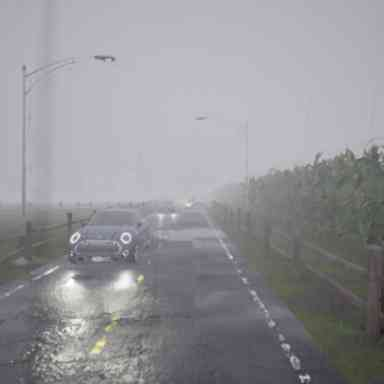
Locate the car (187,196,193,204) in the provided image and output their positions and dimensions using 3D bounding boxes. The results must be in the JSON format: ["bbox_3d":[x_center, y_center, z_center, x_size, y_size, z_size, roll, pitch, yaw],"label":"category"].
[{"bbox_3d":[0.050,1.728,73.128,1.837,1.490,4.892,0,0,0],"label":"car"}]

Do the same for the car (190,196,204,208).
[{"bbox_3d":[1.000,1.832,54.614,1.812,1.442,4.674,0,0,0],"label":"car"}]

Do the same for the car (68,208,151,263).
[{"bbox_3d":[-2.795,1.419,12.127,2.097,1.767,4.553,0,0,1],"label":"car"}]

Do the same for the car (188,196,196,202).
[{"bbox_3d":[0.063,1.868,88.005,1.994,1.385,4.181,0,0,0],"label":"car"}]

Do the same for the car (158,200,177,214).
[{"bbox_3d":[-2.810,1.722,39.002,1.837,1.490,4.892,0,0,0],"label":"car"}]
